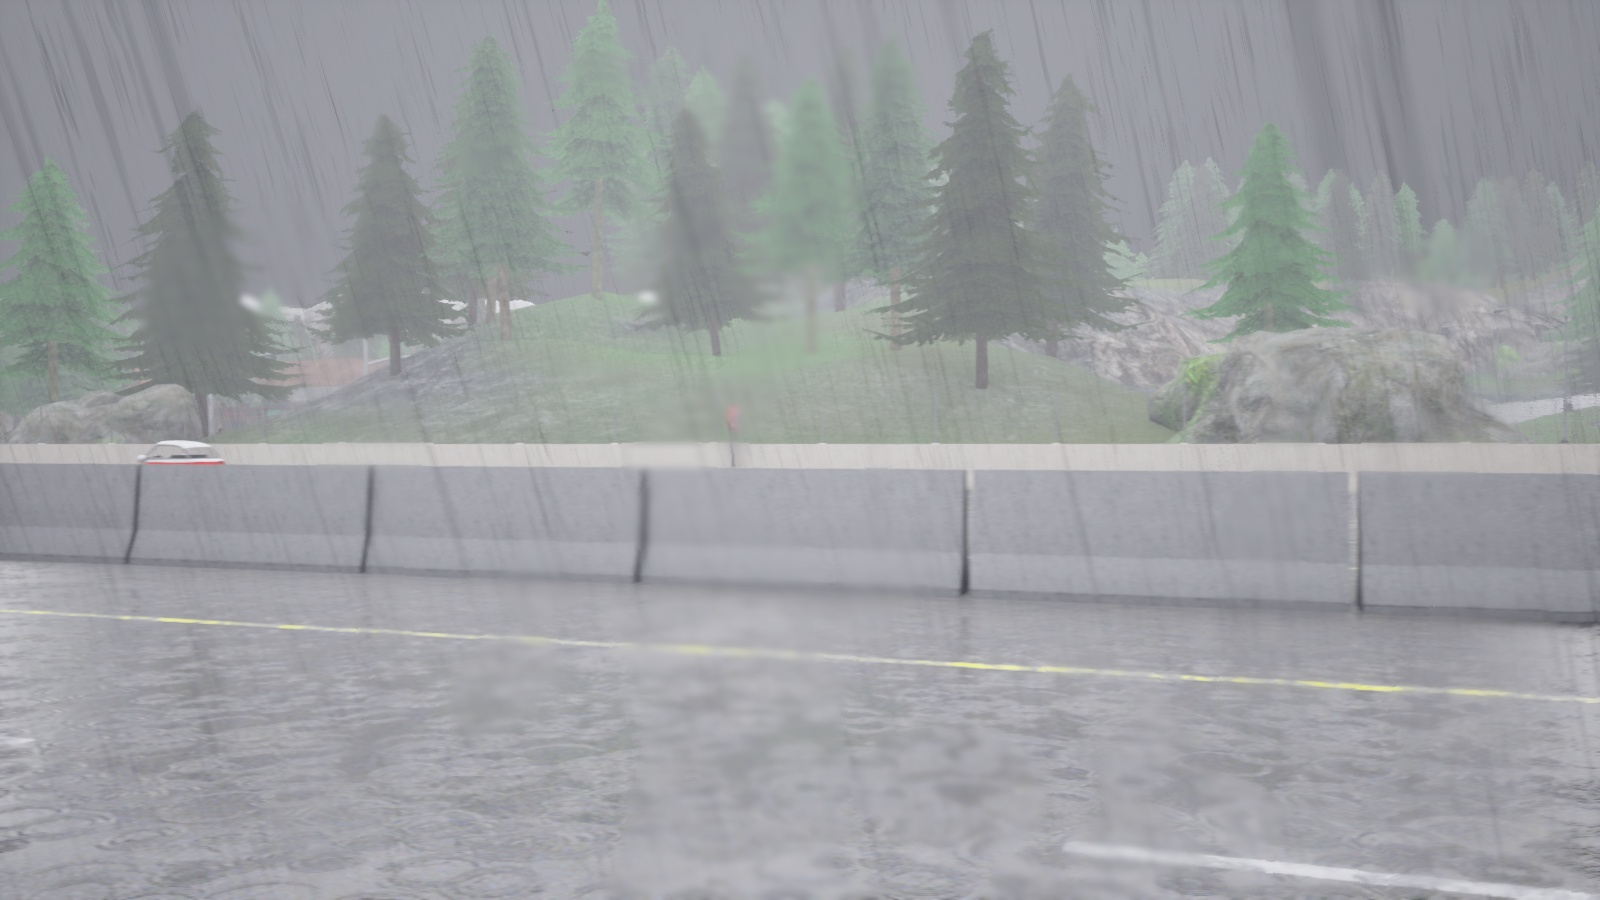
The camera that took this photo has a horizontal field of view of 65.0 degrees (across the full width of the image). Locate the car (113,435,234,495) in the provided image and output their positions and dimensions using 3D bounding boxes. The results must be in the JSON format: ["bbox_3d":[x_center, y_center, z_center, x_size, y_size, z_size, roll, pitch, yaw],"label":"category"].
[{"bbox_3d":[-15.177,0.336,30.455,2.207,1.376,1.481,1,1,19],"label":"car"}]
